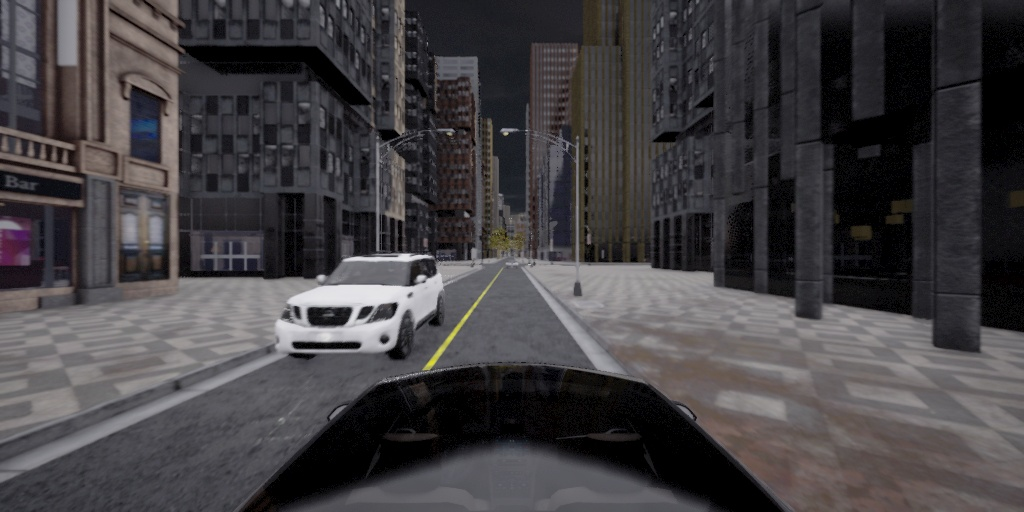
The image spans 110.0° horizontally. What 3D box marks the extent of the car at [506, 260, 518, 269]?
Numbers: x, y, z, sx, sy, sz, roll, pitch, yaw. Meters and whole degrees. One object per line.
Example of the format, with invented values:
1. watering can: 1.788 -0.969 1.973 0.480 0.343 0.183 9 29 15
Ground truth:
1. car: 0.015 1.320 57.311 1.895 1.301 4.718 0 0 0

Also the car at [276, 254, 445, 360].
1. car: -3.088 0.967 8.705 2.150 2.045 5.566 0 1 0
